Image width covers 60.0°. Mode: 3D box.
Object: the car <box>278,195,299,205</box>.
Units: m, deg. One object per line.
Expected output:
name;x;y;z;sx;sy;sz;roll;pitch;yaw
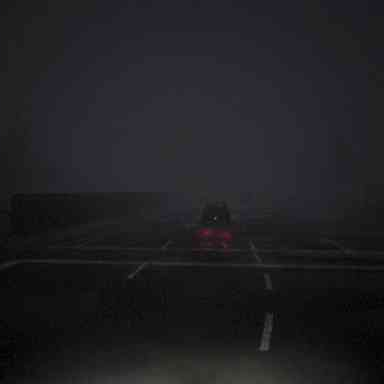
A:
car;15.571;1.316;52.849;2.033;1.411;5.357;0;0;6

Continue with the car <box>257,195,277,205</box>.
car;12.187;1.364;54.089;1.895;1.301;4.718;0;0;6

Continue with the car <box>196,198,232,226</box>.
car;1.700;1.392;22.737;2.128;1.511;4.902;0;0;6

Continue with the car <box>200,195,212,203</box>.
car;2.702;1.285;63.907;1.994;1.385;4.181;0;0;6

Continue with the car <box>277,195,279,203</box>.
car;16.618;1.254;62.378;1.812;1.442;4.674;0;0;6

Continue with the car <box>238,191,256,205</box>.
car;8.616;0.987;53.642;2.150;2.045;5.566;0;0;6

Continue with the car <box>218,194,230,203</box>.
car;6.181;1.214;63.524;2.128;1.511;4.902;0;0;6

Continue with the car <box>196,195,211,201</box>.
car;1.746;1.263;55.206;1.837;1.490;4.892;0;0;6

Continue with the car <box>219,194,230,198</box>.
car;5.183;1.362;54.440;1.895;1.301;4.718;0;0;6
